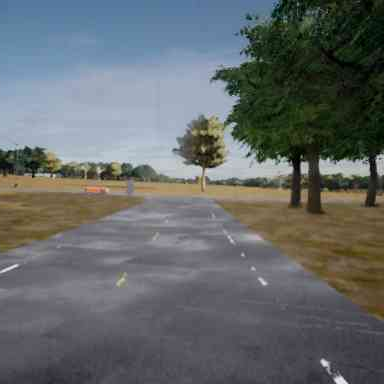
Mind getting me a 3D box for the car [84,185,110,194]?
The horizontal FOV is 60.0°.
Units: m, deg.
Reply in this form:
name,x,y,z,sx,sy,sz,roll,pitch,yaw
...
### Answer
name,x,y,z,sx,sy,sz,roll,pitch,yaw
car,-18.155,-0.593,63.787,4.553,1.767,2.097,2,1,1
